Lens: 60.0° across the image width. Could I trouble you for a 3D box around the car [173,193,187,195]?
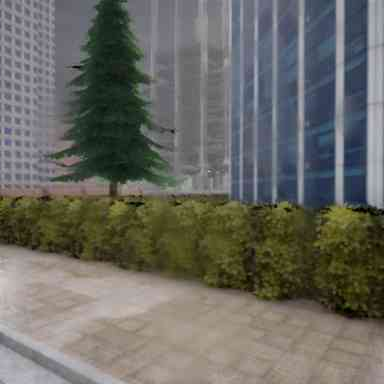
[{"bbox_3d":[-2.035,0.891,47.112,2.097,1.767,4.553,0,0,35],"label":"car"}]
